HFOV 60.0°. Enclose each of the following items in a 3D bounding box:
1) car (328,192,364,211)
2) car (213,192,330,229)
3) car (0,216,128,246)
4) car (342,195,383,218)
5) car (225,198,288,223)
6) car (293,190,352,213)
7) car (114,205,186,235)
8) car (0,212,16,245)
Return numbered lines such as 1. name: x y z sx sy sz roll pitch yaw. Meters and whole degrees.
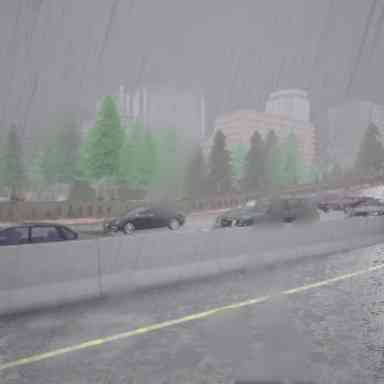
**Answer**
1. car: 11.773 0.795 25.100 4.718 1.301 1.895 -5 3 -35
2. car: 3.535 1.203 15.071 5.566 2.045 2.150 -2 1 -35
3. car: -4.751 1.555 9.186 5.357 1.411 2.033 0 0 -35
4. car: 11.646 1.128 20.825 4.181 1.385 1.994 -4 3 -36
5. car: 4.834 1.281 24.582 4.674 1.442 1.812 -3 2 -35
6. car: 11.525 0.763 29.248 5.357 1.411 2.033 -6 3 -34
7. car: -2.647 1.530 19.274 4.892 1.490 1.837 -1 0 -35
8. car: -10.171 1.604 13.970 4.718 1.301 1.895 0 0 -34
